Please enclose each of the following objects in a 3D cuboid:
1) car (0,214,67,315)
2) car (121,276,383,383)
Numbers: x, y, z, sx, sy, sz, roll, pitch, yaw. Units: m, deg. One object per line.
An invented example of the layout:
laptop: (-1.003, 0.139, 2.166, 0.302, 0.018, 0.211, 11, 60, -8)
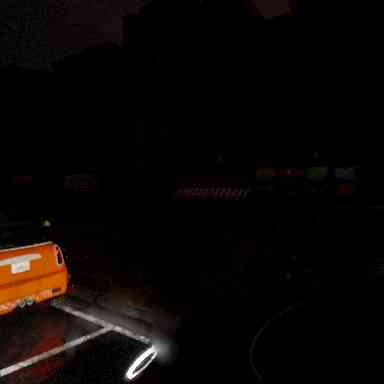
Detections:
car: (-4.602, 1.158, 6.266, 4.553, 1.767, 2.097, 2, 1, 28)
car: (1.599, 1.356, 2.093, 4.553, 1.767, 2.097, 2, 1, 36)
